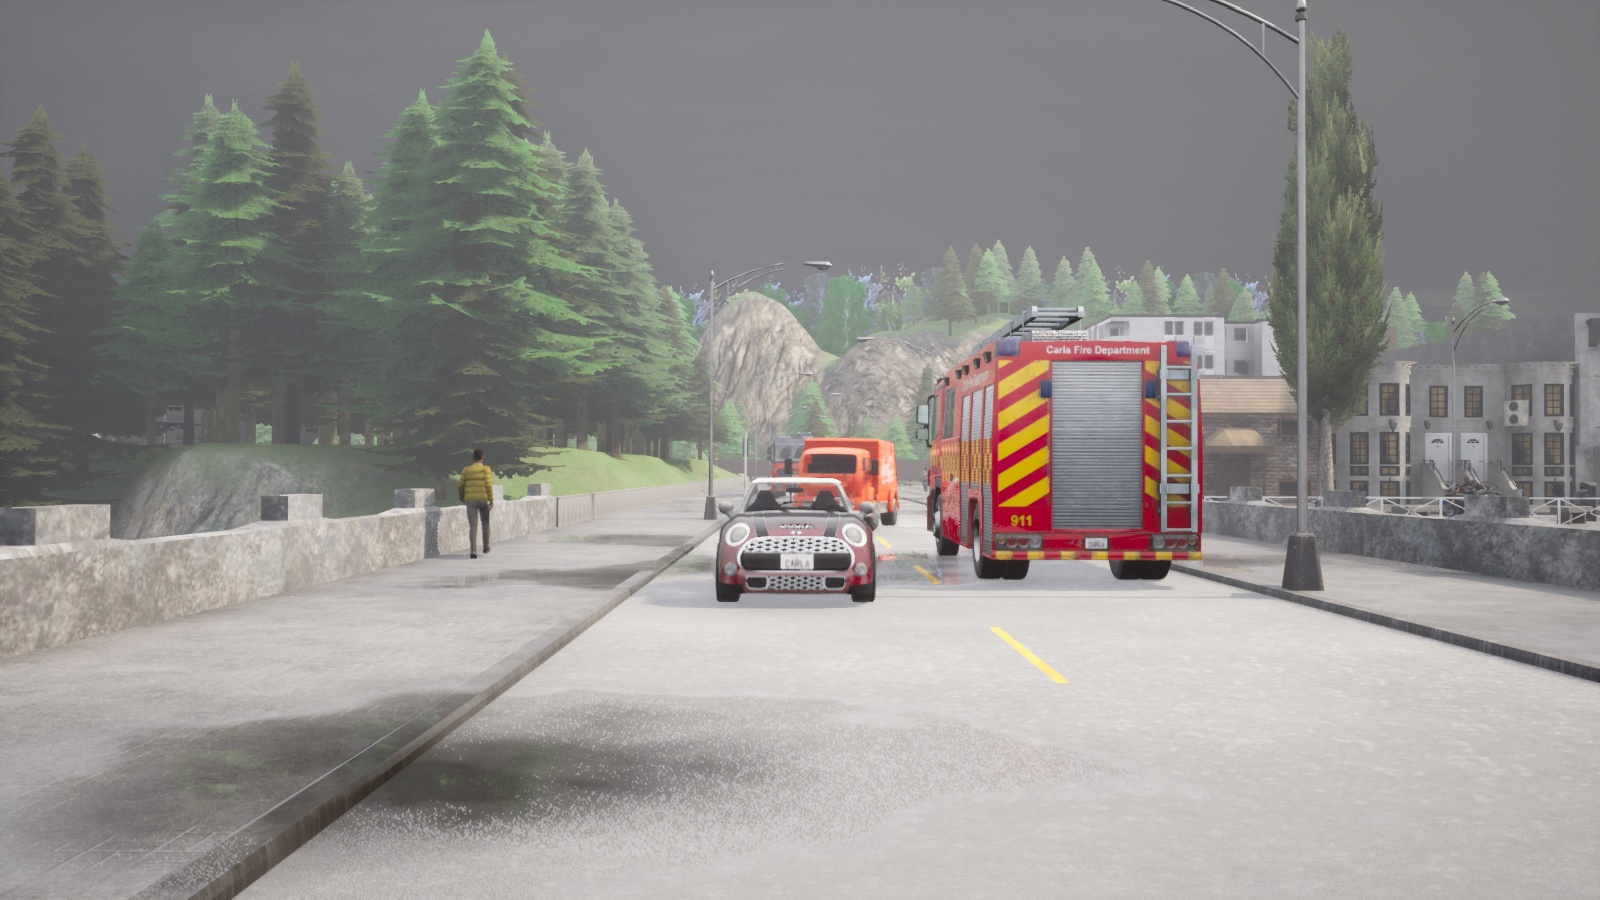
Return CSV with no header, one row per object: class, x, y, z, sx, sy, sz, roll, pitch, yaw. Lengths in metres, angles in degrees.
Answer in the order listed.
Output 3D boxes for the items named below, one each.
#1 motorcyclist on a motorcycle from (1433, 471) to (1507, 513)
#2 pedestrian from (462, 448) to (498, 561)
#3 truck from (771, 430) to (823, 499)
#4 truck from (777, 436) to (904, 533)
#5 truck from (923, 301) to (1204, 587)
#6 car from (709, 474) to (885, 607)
motorcyclist on a motorcycle,24.408,1.519,45.770,2.191,1.530,0.866,0,-1,0
pedestrian,-5.324,0.896,20.924,0.431,1.840,0.709,0,-1,-2
truck,-0.189,0.894,74.254,2.891,3.827,8.468,0,-1,0
truck,1.233,0.905,34.761,2.627,2.467,5.204,0,-1,12
truck,3.942,-0.013,21.061,2.891,3.827,8.468,0,-1,0
car,-0.041,1.048,16.011,1.970,1.475,3.806,0,-1,0
